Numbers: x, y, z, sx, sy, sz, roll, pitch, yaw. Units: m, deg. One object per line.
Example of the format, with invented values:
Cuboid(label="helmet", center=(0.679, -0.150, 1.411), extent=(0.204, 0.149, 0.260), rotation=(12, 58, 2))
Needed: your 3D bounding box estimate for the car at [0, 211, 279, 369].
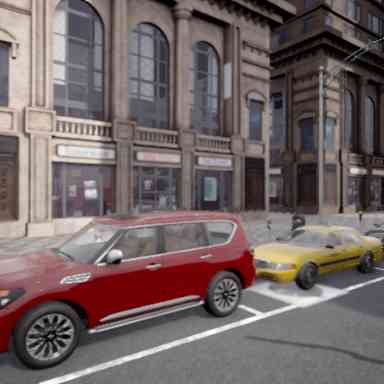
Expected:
Cuboid(label="car", center=(-1.030, 1.313, 5.910), extent=(5.009, 1.841, 2.192), rotation=(0, 0, -36))

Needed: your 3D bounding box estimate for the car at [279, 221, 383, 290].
Cuboid(label="car", center=(3.391, 1.518, 9.067), extent=(4.829, 1.417, 1.752), rotation=(0, 0, -36))
